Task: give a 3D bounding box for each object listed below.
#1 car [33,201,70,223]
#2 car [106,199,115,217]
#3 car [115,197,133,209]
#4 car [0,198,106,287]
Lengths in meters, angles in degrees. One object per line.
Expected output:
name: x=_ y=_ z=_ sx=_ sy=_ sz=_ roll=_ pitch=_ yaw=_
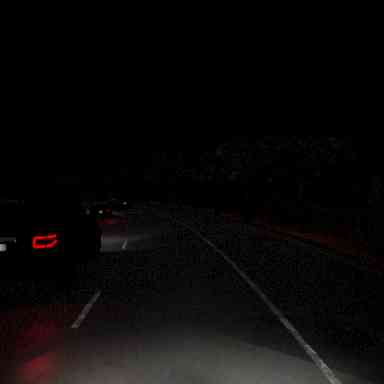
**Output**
car: x=-10.546 y=1.457 z=25.290 sx=1.895 sy=1.301 sz=4.718 roll=0 pitch=0 yaw=-15
car: x=-7.752 y=1.348 z=28.103 sx=1.812 sy=1.442 sz=4.674 roll=0 pitch=0 yaw=-16
car: x=-8.539 y=1.301 z=40.462 sx=1.994 sy=1.385 sz=4.181 roll=-1 pitch=1 yaw=-22
car: x=-4.022 y=1.160 z=9.170 sx=2.150 sy=2.045 sz=5.566 roll=0 pitch=0 yaw=-5
